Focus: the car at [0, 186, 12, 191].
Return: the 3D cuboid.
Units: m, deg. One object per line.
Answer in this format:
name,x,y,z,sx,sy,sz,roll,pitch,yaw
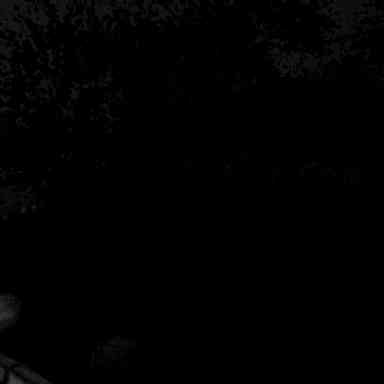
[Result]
car,-30.491,-1.298,52.660,2.435,2.045,5.566,0,4,-1
